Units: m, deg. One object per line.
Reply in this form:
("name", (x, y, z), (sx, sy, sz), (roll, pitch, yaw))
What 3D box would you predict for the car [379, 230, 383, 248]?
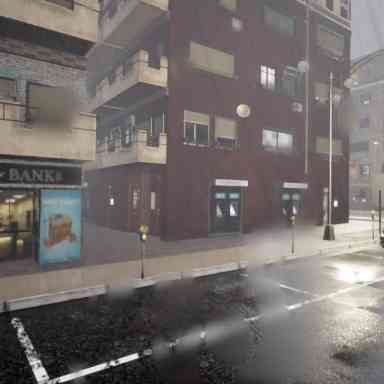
("car", (9.106, 1.554, 13.147), (4.403, 1.369, 2.008), (0, 1, -35))
